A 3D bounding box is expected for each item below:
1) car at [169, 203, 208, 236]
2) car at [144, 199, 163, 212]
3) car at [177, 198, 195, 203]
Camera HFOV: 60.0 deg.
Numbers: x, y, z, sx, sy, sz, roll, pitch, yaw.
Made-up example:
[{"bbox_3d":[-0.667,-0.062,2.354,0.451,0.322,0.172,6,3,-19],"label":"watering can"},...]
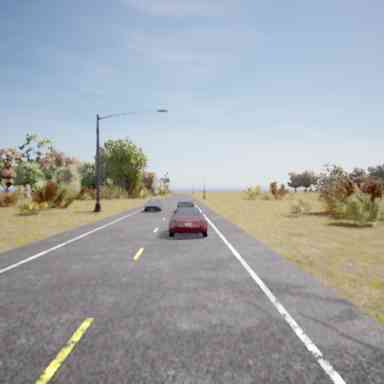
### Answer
[{"bbox_3d":[-0.216,1.521,18.085,1.994,1.385,4.181,0,0,-1],"label":"car"},{"bbox_3d":[-4.275,1.462,37.617,2.033,1.411,5.357,0,0,-1],"label":"car"},{"bbox_3d":[-0.657,1.405,36.906,2.128,1.511,4.902,0,0,-1],"label":"car"}]
